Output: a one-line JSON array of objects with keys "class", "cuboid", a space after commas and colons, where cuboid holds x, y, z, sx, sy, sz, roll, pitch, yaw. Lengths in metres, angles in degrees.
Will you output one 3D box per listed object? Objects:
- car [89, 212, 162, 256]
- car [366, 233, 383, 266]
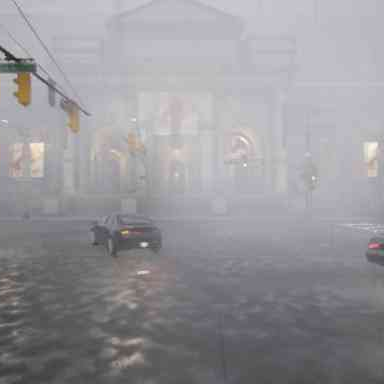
[{"class": "car", "cuboid": [-2.875, 1.609, 13.782, 1.837, 1.490, 4.892, 2, -1, -30]}, {"class": "car", "cuboid": [7.617, 1.630, 10.779, 5.357, 1.411, 2.033, 0, -1, -39]}]
